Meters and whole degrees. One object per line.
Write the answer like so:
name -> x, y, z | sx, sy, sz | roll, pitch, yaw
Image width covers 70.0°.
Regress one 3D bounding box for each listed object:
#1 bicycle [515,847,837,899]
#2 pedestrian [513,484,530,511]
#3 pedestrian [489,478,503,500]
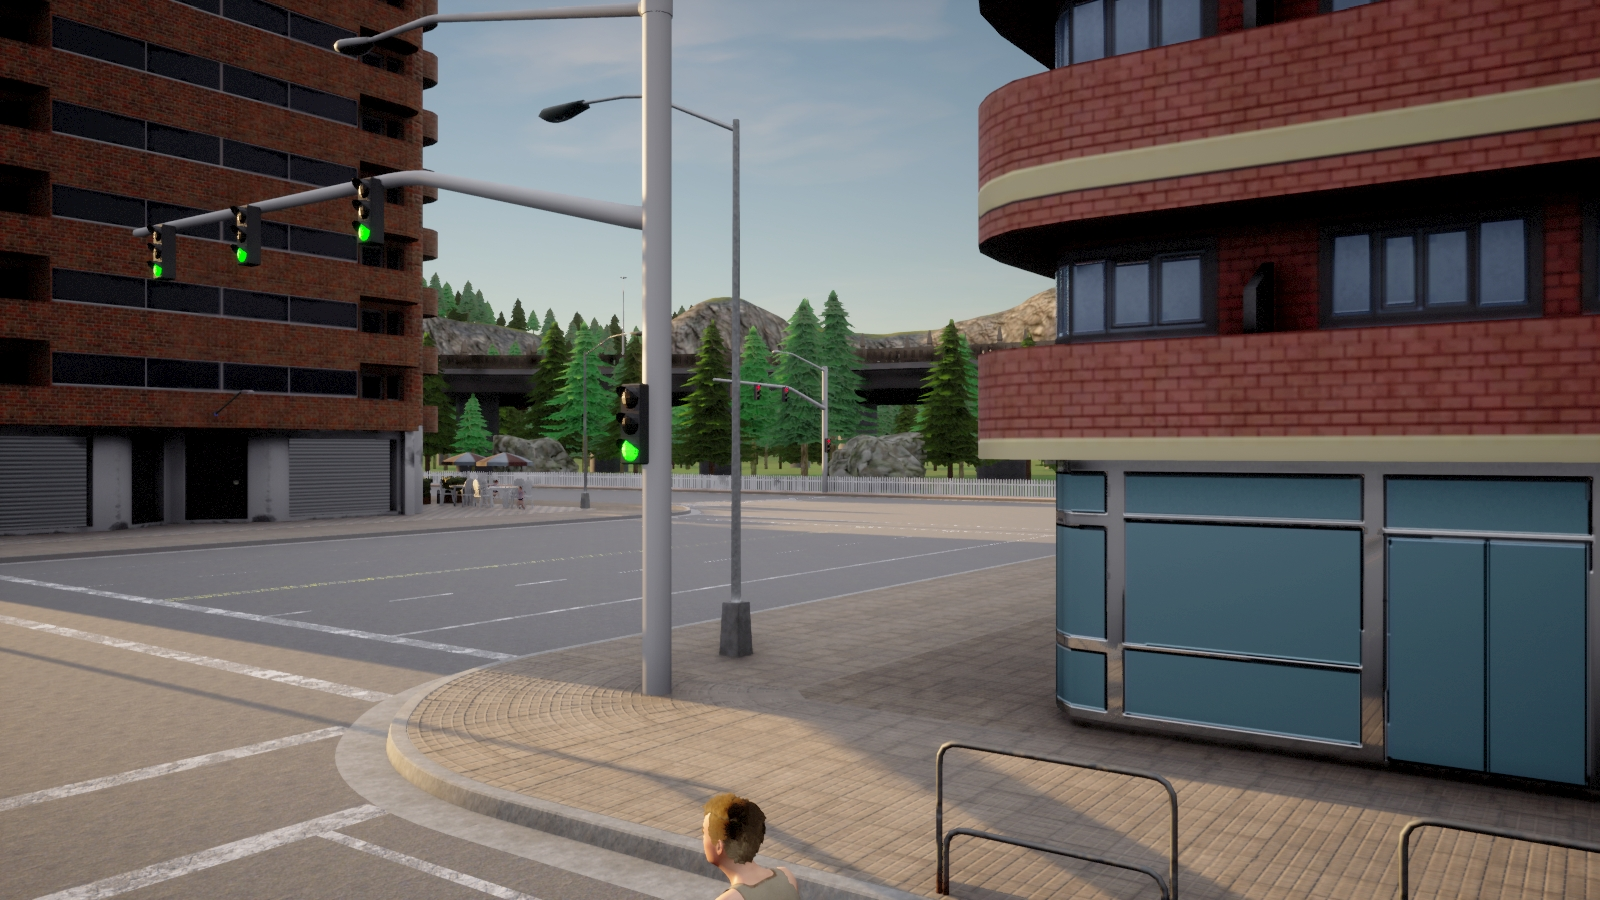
bicycle -> -0.301, 2.233, 4.022 | 1.487, 1.126, 0.859 | 0, 0, 35
pedestrian -> -11.878, 2.025, 48.687 | 0.500, 1.100, 0.500 | 0, 0, 25
pedestrian -> -15.583, 2.019, 58.578 | 0.500, 1.100, 0.500 | 0, 0, 25
